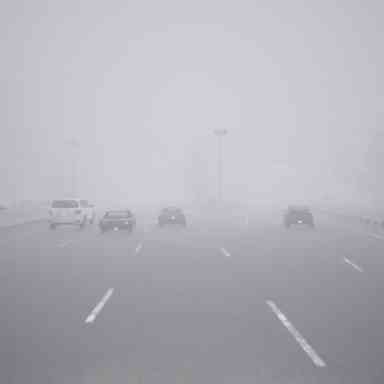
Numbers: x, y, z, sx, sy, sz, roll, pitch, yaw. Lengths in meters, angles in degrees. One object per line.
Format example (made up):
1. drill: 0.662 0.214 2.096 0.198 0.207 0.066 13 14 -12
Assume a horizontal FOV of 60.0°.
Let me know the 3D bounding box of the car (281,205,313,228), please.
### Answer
1. car: 7.712 1.717 24.361 1.837 1.490 4.892 -1 0 13

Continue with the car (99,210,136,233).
1. car: -4.601 1.814 21.201 1.895 1.301 4.718 0 -1 -6

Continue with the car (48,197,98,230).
1. car: -8.360 1.468 23.448 2.150 2.045 5.566 0 0 -7

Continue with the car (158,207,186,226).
1. car: -1.618 1.812 25.629 1.994 1.385 4.181 0 0 -7
